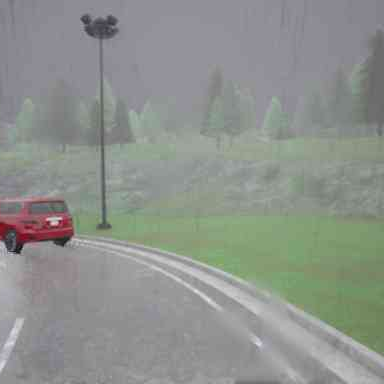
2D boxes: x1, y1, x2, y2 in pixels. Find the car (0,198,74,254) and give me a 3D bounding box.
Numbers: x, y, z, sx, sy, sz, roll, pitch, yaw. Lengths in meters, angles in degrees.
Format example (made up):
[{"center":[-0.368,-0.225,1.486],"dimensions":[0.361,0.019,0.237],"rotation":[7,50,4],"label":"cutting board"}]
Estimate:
[{"center":[-7.314,1.287,14.157],"dimensions":[5.566,2.045,2.150],"rotation":[-1,0,37],"label":"car"}]
